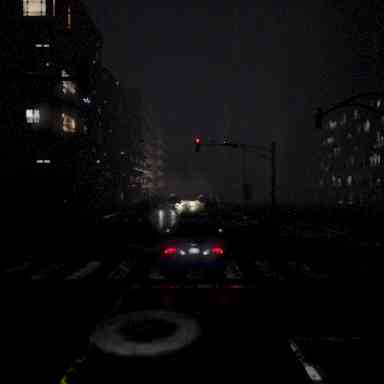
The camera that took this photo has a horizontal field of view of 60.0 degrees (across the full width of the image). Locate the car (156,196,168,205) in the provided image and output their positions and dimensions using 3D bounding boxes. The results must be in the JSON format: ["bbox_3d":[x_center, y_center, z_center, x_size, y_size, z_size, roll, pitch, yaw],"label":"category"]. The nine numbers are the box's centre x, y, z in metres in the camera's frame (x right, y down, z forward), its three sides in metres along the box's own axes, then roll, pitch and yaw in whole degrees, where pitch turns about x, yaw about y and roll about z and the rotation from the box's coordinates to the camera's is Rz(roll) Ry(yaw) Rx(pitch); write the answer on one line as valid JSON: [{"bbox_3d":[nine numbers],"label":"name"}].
[{"bbox_3d":[-5.714,1.516,63.257,1.967,1.590,4.097,-1,0,0],"label":"car"}]

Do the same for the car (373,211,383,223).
[{"bbox_3d":[14.670,1.494,22.624,4.313,1.339,1.947,0,1,0],"label":"car"}]

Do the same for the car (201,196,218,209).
[{"bbox_3d":[2.637,1.597,46.369,1.887,1.381,4.507,-1,0,0],"label":"car"}]

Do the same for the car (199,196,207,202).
[{"bbox_3d":[2.632,1.646,80.263,1.887,1.381,4.507,-1,0,0],"label":"car"}]

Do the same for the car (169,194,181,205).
[{"bbox_3d":[-3.048,1.597,60.164,1.812,1.442,4.674,0,0,0],"label":"car"}]

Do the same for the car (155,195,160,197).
[{"bbox_3d":[-5.711,1.492,46.311,1.967,1.590,4.097,-1,0,0],"label":"car"}]

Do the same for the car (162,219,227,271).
[{"bbox_3d":[0.067,1.608,11.057,2.033,1.411,5.357,0,-1,0],"label":"car"}]

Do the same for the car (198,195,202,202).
[{"bbox_3d":[2.634,1.635,68.965,2.008,1.369,4.403,-1,0,0],"label":"car"}]

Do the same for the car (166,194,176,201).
[{"bbox_3d":[-5.721,1.434,91.503,2.192,1.841,5.009,-1,0,0],"label":"car"}]

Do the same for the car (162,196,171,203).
[{"bbox_3d":[-5.714,1.675,74.556,1.802,1.307,4.206,-1,0,0],"label":"car"}]

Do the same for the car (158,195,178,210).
[{"bbox_3d":[-3.100,1.552,42.706,1.837,1.490,4.892,0,0,0],"label":"car"}]

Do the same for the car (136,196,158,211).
[{"bbox_3d":[-5.708,1.590,40.662,1.887,1.381,4.507,-1,0,0],"label":"car"}]
